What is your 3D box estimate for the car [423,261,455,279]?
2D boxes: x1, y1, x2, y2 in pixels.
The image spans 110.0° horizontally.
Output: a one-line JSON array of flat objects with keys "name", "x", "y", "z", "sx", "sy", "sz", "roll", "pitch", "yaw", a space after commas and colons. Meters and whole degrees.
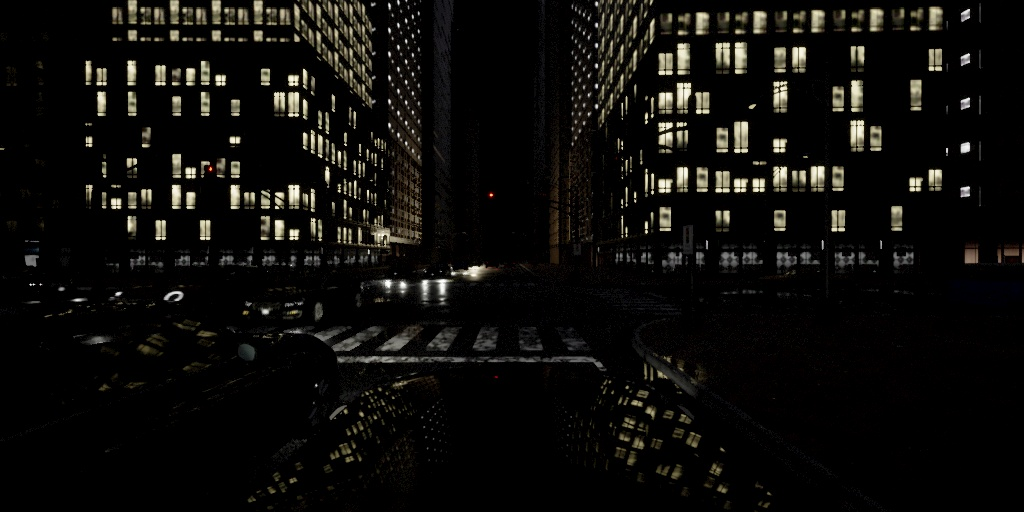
[{"name": "car", "x": -6.790, "y": 1.305, "z": 32.976, "sx": 1.812, "sy": 1.442, "sz": 4.674, "roll": 0, "pitch": 0, "yaw": 0}]

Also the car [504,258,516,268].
[{"name": "car", "x": -0.380, "y": 1.426, "z": 63.851, "sx": 1.994, "sy": 1.385, "sz": 4.181, "roll": 0, "pitch": 0, "yaw": 0}]

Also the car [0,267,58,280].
[{"name": "car", "x": -23.084, "y": 1.250, "z": 16.416, "sx": 4.902, "sy": 1.511, "sz": 2.128, "roll": 0, "pitch": 0, "yaw": 0}]

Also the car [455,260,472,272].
[{"name": "car", "x": -6.881, "y": 1.290, "z": 48.206, "sx": 1.882, "sy": 1.535, "sz": 5.008, "roll": 0, "pitch": 0, "yaw": 0}]

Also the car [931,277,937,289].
[{"name": "car", "x": 26.808, "y": 1.356, "z": 20.531, "sx": 4.207, "sy": 1.307, "sz": 1.802, "roll": 0, "pitch": 0, "yaw": 2}]

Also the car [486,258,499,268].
[{"name": "car", "x": -3.524, "y": 1.214, "z": 63.667, "sx": 2.097, "sy": 1.767, "sz": 4.553, "roll": 0, "pitch": 0, "yaw": -1}]

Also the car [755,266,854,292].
[{"name": "car", "x": 16.971, "y": 1.293, "z": 20.956, "sx": 4.829, "sy": 1.417, "sz": 1.751, "roll": 0, "pitch": 0, "yaw": 2}]

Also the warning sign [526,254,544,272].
[{"name": "warning sign", "x": 2.611, "y": 0.910, "z": 40.854, "sx": 1.300, "sy": 1.860, "sz": 1.060, "roll": 0, "pitch": 0, "yaw": 0}]

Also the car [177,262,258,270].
[{"name": "car", "x": -9.909, "y": 1.106, "z": 11.524, "sx": 2.097, "sy": 1.767, "sz": 4.553, "roll": 0, "pitch": 0, "yaw": 0}]

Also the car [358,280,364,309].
[{"name": "car", "x": -6.663, "y": 1.260, "z": 12.097, "sx": 1.837, "sy": 1.490, "sz": 4.892, "roll": 0, "pitch": 0, "yaw": 0}]

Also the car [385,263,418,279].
[{"name": "car", "x": -10.041, "y": 1.343, "z": 32.821, "sx": 1.994, "sy": 1.385, "sz": 4.181, "roll": 0, "pitch": 0, "yaw": 0}]

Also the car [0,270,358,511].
[{"name": "car", "x": -3.155, "y": 1.102, "z": 2.581, "sx": 2.097, "sy": 1.767, "sz": 4.553, "roll": 0, "pitch": 0, "yaw": 0}]

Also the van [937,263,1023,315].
[{"name": "van", "x": 18.292, "y": 1.119, "z": 12.792, "sx": 3.998, "sy": 1.789, "sz": 1.690, "roll": 0, "pitch": 0, "yaw": 2}]
